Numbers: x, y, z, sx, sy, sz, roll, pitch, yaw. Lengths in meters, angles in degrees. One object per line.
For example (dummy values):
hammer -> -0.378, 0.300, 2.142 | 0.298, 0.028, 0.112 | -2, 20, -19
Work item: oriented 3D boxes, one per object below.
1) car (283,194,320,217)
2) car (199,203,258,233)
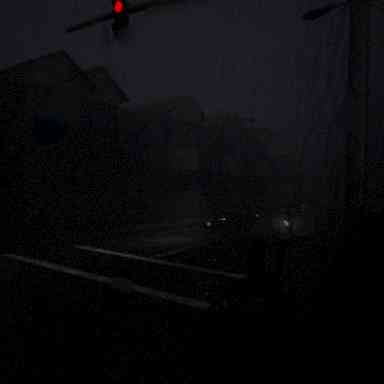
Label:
car -> 10.384, 1.186, 31.194 | 2.150, 2.045, 5.566 | 1, 1, 35
car -> 2.313, 1.455, 19.888 | 2.128, 1.511, 4.902 | 1, 1, 35
